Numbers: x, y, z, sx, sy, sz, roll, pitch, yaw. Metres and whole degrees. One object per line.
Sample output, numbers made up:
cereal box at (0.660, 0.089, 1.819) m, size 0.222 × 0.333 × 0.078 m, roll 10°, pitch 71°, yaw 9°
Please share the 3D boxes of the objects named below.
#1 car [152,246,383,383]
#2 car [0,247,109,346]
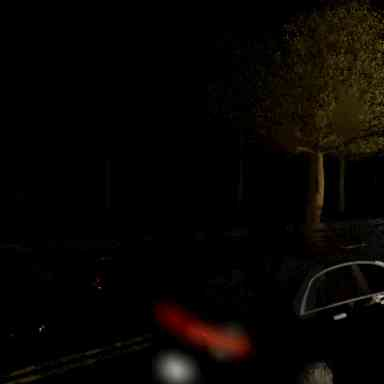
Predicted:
car at (1.813, 1.548, 4.732) m, size 4.892 × 1.490 × 1.837 m, roll 1°, pitch 0°, yaw -35°
car at (-4.002, 1.541, 4.819) m, size 5.357 × 1.411 × 2.033 m, roll 1°, pitch 0°, yaw -35°
